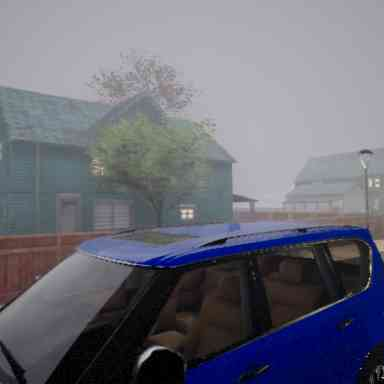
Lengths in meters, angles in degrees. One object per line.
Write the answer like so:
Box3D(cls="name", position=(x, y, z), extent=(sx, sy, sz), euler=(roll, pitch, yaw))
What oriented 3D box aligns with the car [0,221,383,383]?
Box3D(cls="car", position=(-0.175, 1.353, 2.902), extent=(5.566, 2.045, 2.150), euler=(1, -3, -38))
